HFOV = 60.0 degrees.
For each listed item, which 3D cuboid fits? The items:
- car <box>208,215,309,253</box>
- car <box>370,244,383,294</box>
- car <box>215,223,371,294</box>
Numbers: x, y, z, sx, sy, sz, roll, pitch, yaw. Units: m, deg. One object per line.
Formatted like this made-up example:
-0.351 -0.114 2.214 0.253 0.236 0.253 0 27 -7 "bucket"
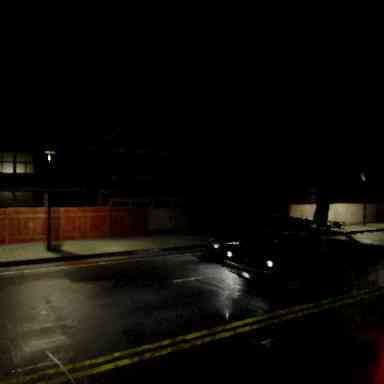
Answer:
2.900 1.672 12.904 4.892 1.490 1.837 1 -1 -32 "car"
6.038 1.714 6.963 4.718 1.301 1.895 1 -1 -32 "car"
3.188 1.726 9.247 4.718 1.301 1.895 1 -1 -32 "car"
